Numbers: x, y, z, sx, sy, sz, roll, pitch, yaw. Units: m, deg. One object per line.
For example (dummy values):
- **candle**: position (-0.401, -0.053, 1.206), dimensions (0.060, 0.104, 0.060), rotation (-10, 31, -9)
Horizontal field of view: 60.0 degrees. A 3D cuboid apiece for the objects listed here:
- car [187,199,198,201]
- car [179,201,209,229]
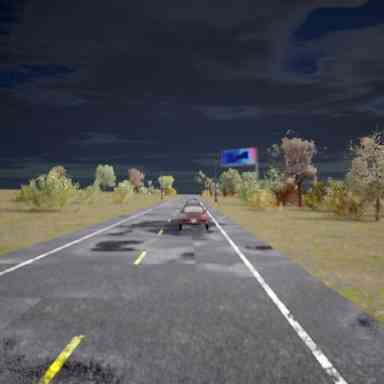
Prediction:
- **car**: position (0.099, 1.543, 40.409), dimensions (2.033, 1.411, 5.357), rotation (0, 0, 0)
- **car**: position (0.100, 1.521, 21.715), dimensions (1.812, 1.442, 4.674), rotation (0, 0, 0)
